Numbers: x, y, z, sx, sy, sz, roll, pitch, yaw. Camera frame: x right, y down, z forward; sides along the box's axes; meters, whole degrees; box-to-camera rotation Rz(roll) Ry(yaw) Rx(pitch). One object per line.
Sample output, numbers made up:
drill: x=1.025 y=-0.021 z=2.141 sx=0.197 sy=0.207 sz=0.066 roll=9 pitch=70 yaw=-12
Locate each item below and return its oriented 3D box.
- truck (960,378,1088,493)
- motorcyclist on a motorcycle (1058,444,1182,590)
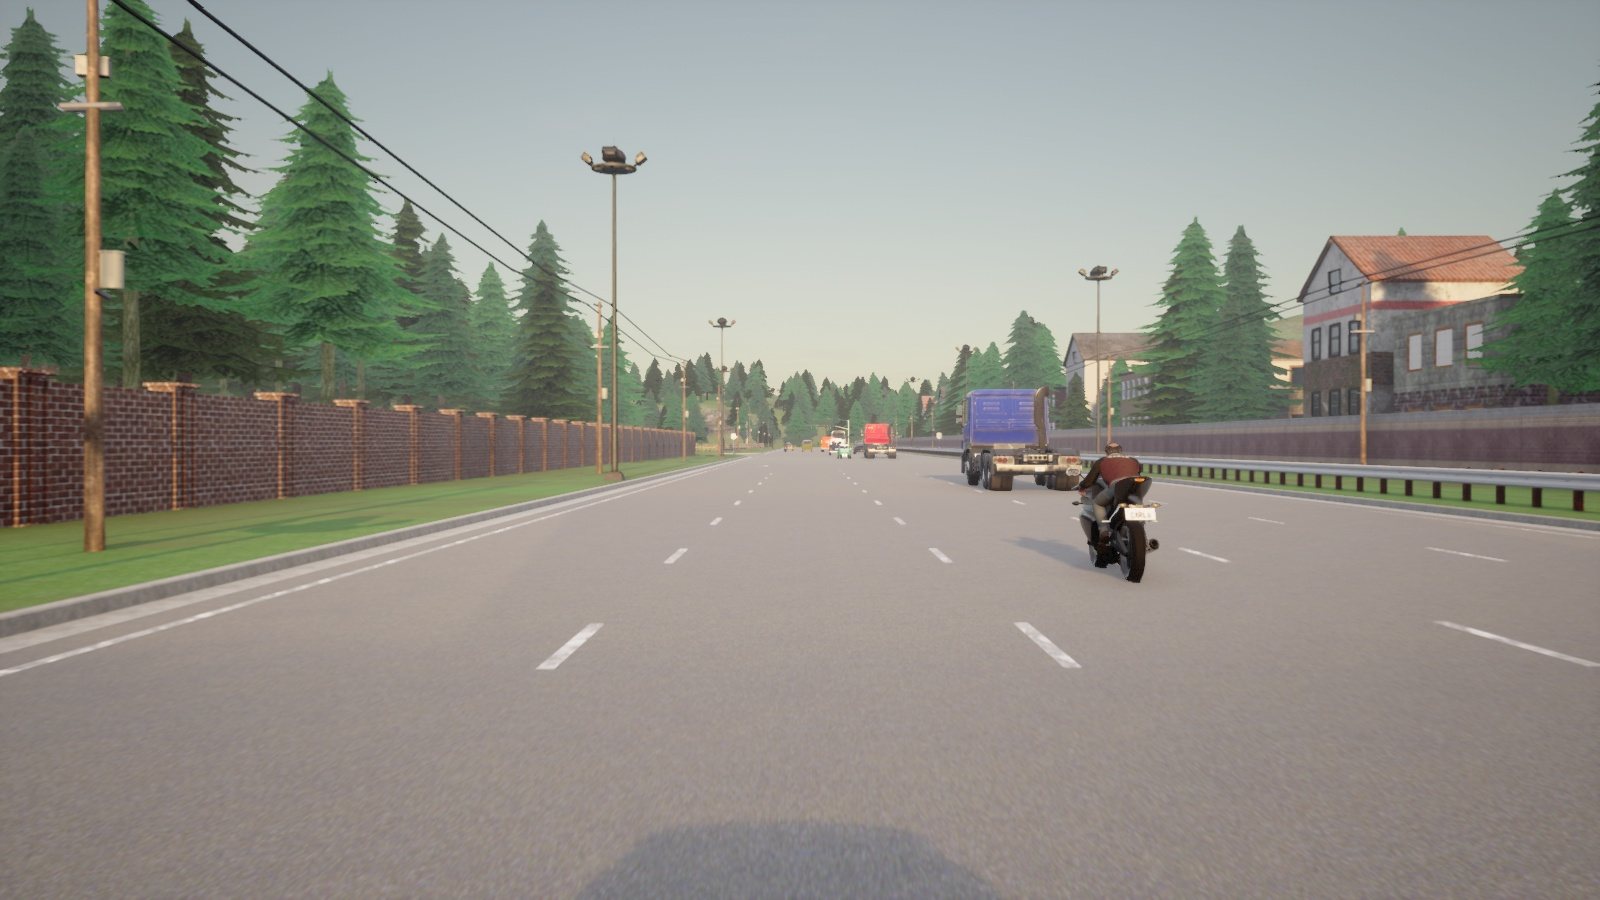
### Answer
truck: x=7.255 y=-0.465 z=41.850 sx=2.891 sy=3.462 sz=7.936 roll=0 pitch=0 yaw=0
motorcyclist on a motorcycle: x=3.597 y=0.704 z=14.347 sx=0.866 sy=1.530 sz=2.191 roll=0 pitch=0 yaw=0
